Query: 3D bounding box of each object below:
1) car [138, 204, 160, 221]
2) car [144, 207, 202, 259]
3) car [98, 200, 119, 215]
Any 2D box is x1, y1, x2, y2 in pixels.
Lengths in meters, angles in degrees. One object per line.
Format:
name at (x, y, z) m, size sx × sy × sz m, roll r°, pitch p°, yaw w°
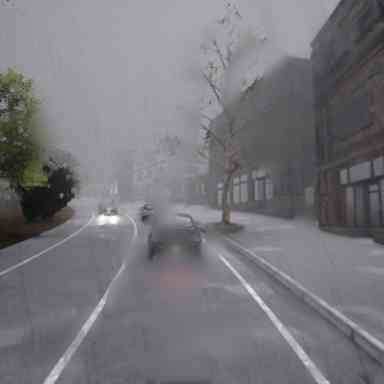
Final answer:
car at (-3.562, 1.703, 28.740) m, size 1.994 × 1.385 × 4.181 m, roll 1°, pitch -1°, yaw -14°
car at (-0.735, 1.558, 12.771) m, size 1.837 × 1.490 × 4.892 m, roll 1°, pitch 0°, yaw -6°
car at (-8.863, 1.580, 35.021) m, size 2.128 × 1.511 × 4.902 m, roll 2°, pitch -1°, yaw -18°
